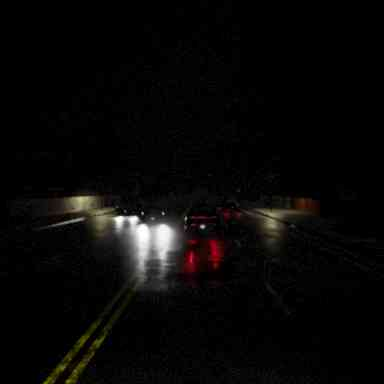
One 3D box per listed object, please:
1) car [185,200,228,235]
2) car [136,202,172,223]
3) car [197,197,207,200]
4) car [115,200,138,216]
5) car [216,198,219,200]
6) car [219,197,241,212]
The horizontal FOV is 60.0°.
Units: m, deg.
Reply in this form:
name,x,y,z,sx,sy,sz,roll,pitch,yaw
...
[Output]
name,x,y,z,sx,sy,sz,roll,pitch,yaw
car,0.613,1.457,18.555,2.128,1.511,4.902,0,0,2
car,-2.646,1.536,25.111,1.895,1.301,4.718,0,0,2
car,1.477,1.462,47.980,2.033,1.411,5.357,0,0,1
car,-5.725,1.472,30.783,1.994,1.385,4.181,0,0,2
car,4.685,1.422,49.674,2.128,1.511,4.902,0,0,2
car,4.463,1.475,38.593,1.812,1.442,4.674,0,0,2
